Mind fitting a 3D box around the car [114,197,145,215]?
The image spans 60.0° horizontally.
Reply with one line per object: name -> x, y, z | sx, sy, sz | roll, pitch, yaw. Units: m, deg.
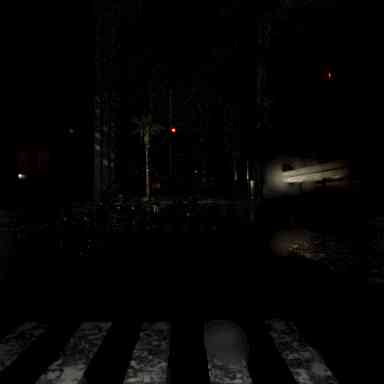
car -> -6.545, 1.557, 35.183 | 1.882, 1.535, 5.008 | 0, 0, 0

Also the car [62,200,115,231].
car -> -6.569, 1.518, 21.069 | 1.882, 1.535, 5.008 | 0, 0, 0

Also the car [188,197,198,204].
car -> 0.210, 1.787, 69.897 | 1.994, 1.385, 4.181 | 0, 0, 0

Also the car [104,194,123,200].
car -> -9.792, 1.312, 41.232 | 2.150, 2.045, 5.566 | 0, 1, 0

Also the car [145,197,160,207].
car -> -6.482, 1.651, 55.409 | 2.128, 1.511, 4.902 | 0, 0, 0

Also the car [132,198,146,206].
car -> -9.682, 1.747, 60.995 | 1.994, 1.385, 4.181 | 0, 0, 0

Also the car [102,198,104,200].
car -> -9.802, 1.542, 29.928 | 1.882, 1.535, 5.008 | 0, 0, 0

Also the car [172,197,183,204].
car -> -3.040, 1.787, 69.877 | 1.994, 1.385, 4.181 | 0, 0, 0
